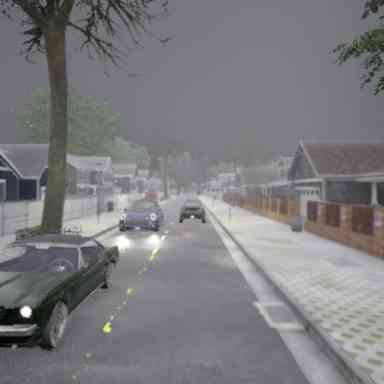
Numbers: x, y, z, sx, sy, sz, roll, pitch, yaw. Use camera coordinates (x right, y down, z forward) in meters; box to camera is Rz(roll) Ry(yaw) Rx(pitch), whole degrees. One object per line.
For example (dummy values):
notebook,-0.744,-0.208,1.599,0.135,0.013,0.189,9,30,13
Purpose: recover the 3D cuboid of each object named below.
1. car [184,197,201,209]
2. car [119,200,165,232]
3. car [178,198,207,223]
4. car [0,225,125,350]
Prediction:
car,0.082,1.400,42.650,1.994,1.385,4.181,0,0,0
car,-2.792,1.280,19.299,2.097,1.767,4.553,0,0,1
car,0.051,1.413,25.005,1.837,1.490,4.892,0,0,0
car,-2.791,1.578,6.326,1.895,1.301,4.718,0,0,0
